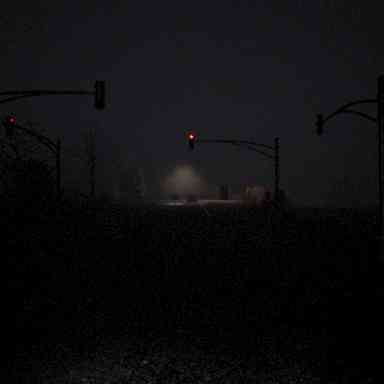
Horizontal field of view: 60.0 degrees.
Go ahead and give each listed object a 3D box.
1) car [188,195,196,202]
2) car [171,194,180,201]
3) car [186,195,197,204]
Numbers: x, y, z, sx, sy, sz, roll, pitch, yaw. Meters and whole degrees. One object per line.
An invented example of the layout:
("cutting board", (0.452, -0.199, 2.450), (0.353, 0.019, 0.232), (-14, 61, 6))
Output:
("car", (-0.076, 1.426, 78.064), (1.837, 1.490, 4.892), (0, 0, 0))
("car", (-3.570, 1.196, 72.230), (1.837, 1.490, 4.892), (0, 0, 0))
("car", (-0.066, 1.424, 68.028), (2.097, 1.767, 4.553), (0, 0, 0))
